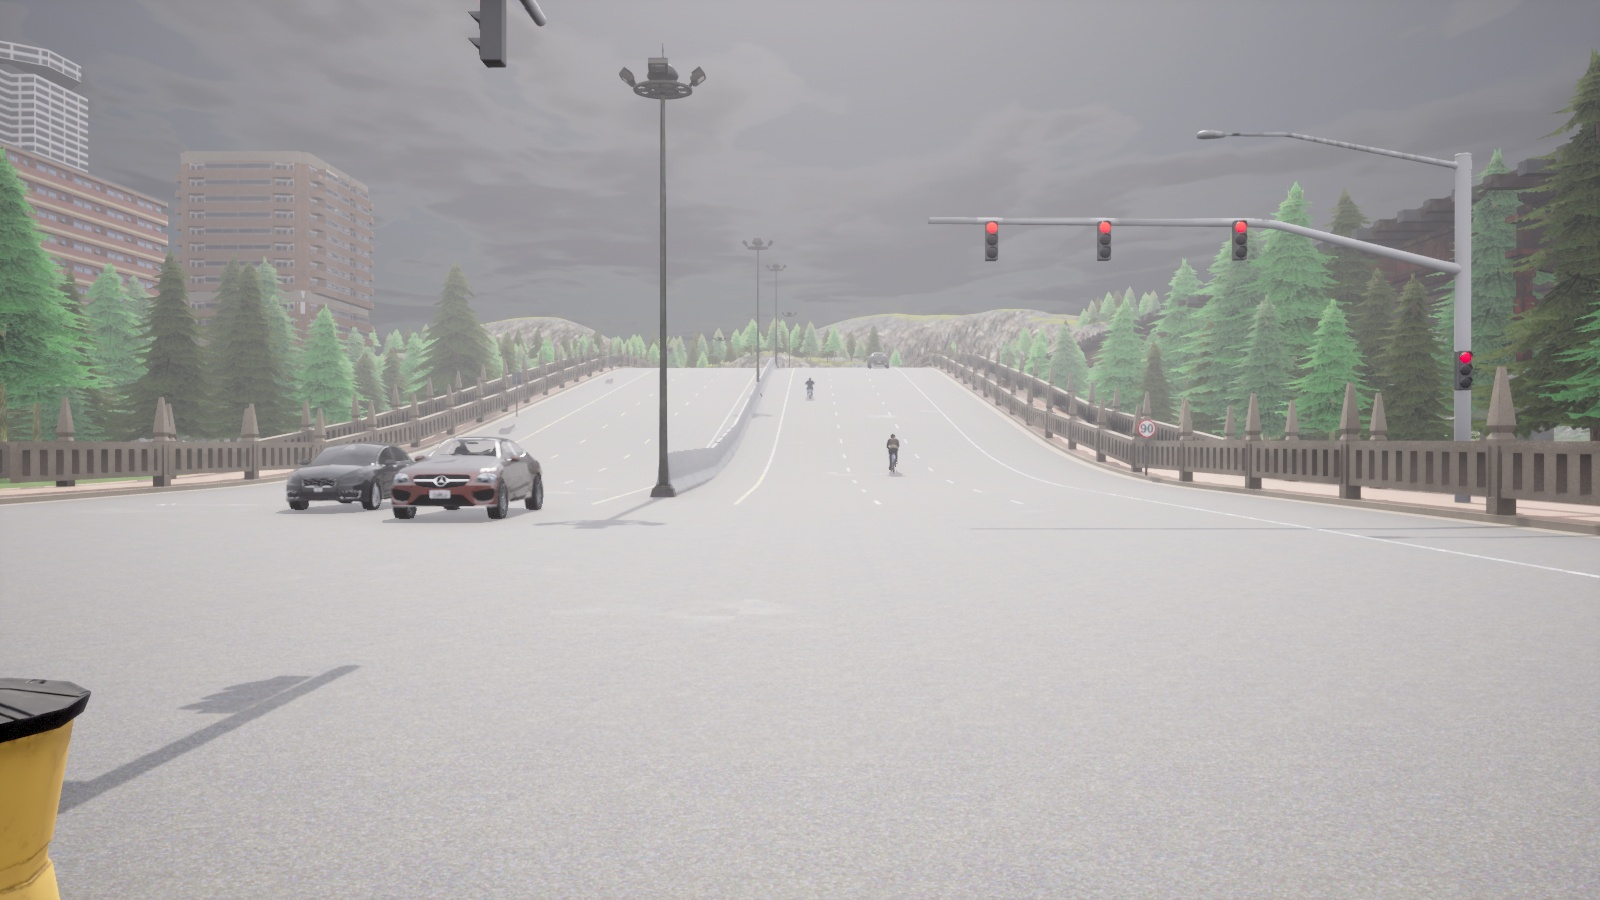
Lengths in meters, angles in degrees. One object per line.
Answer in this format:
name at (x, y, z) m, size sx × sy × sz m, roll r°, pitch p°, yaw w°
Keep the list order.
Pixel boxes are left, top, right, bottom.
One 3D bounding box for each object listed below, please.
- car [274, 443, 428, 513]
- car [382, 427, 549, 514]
car at (-10.327, 0.578, 29.299) m, size 1.837 × 1.490 × 4.892 m, roll 0°, pitch 0°, yaw 0°
car at (-6.842, 0.371, 26.324) m, size 2.152 × 1.651 × 5.027 m, roll 0°, pitch 0°, yaw 0°
